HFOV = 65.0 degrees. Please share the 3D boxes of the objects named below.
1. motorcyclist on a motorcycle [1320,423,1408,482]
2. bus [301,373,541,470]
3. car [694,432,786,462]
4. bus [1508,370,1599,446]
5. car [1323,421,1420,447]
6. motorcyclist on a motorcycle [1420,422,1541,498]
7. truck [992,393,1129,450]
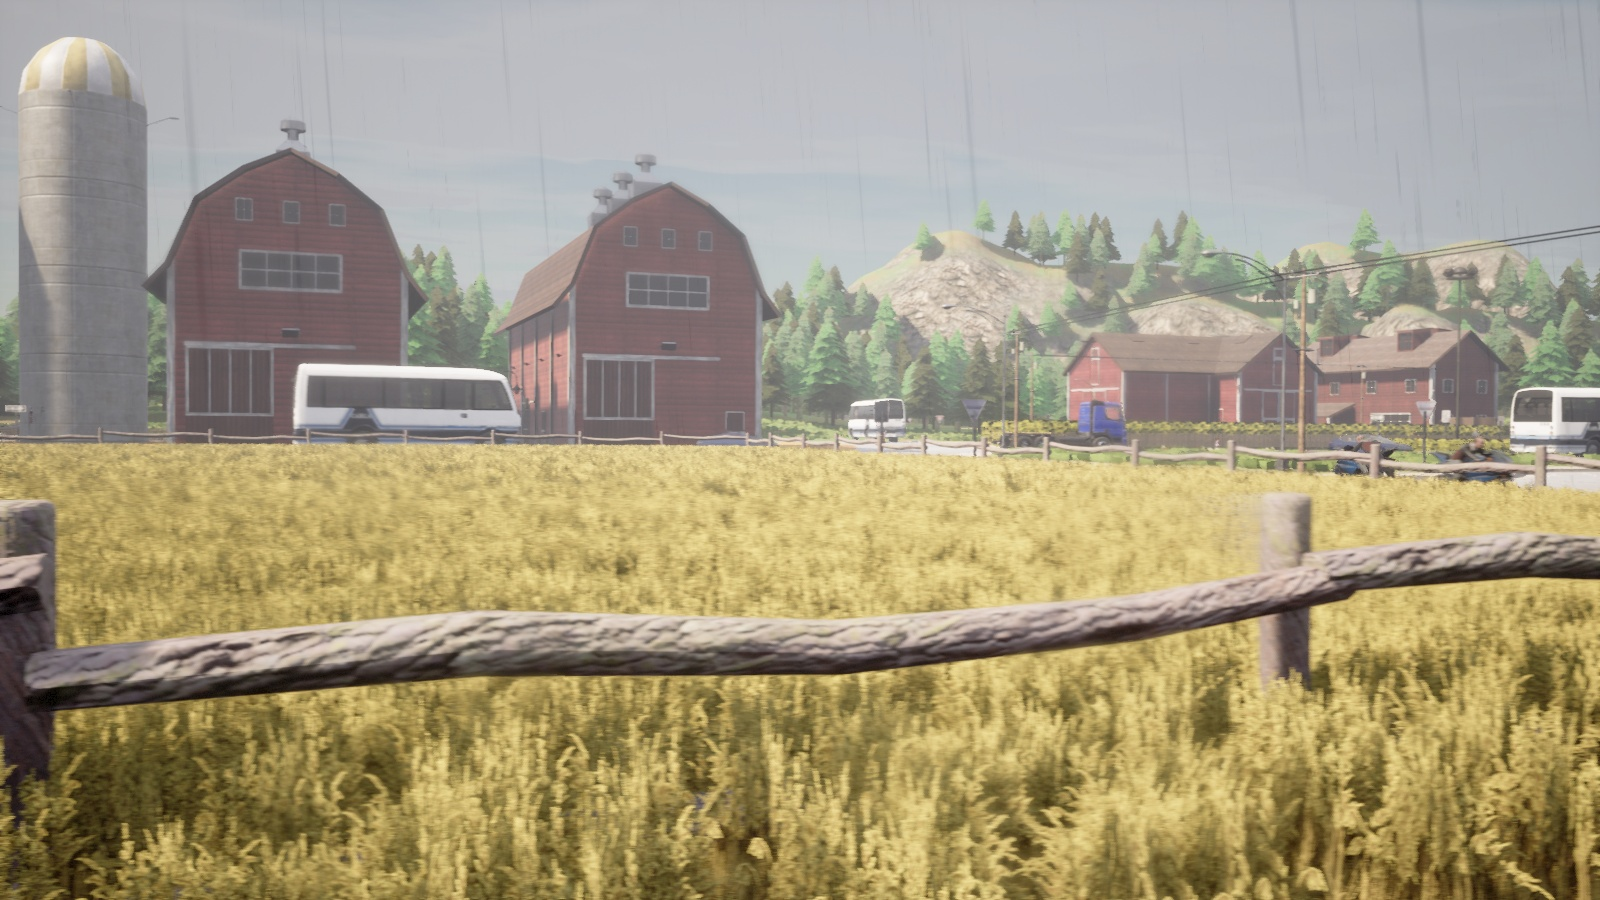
[{"bbox_3d":[15.199,0.046,33.898,0.866,1.530,2.191,-1,1,-21],"label":"motorcyclist on a motorcycle"},{"bbox_3d":[-17.641,-1.343,58.510,10.273,4.253,3.944,-1,1,-23],"label":"bus"},{"bbox_3d":[-2.940,-0.172,62.236,4.181,1.385,1.994,-1,1,12],"label":"car"},{"bbox_3d":[47.091,-2.487,73.215,10.273,4.253,3.944,-1,1,-16],"label":"bus"},{"bbox_3d":[33.917,-0.953,74.603,2.163,1.488,4.792,-2,1,-42],"label":"car"},{"bbox_3d":[14.296,0.188,26.464,0.866,1.530,2.191,-1,1,-21],"label":"motorcyclist on a motorcycle"},{"bbox_3d":[16.406,-1.782,79.206,7.936,3.462,2.891,-1,1,-8],"label":"truck"}]
